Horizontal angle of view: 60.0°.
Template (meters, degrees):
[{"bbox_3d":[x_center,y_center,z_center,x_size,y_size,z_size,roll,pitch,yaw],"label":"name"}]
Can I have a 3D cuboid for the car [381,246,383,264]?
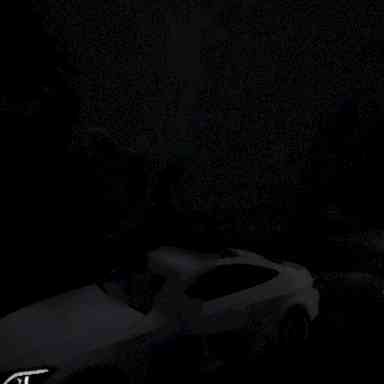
[{"bbox_3d":[7.568,1.517,9.994,4.674,1.442,1.812,0,0,-35],"label":"car"}]

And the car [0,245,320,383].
[{"bbox_3d":[-0.152,1.524,4.486,4.674,1.442,1.812,0,0,-36],"label":"car"}]
